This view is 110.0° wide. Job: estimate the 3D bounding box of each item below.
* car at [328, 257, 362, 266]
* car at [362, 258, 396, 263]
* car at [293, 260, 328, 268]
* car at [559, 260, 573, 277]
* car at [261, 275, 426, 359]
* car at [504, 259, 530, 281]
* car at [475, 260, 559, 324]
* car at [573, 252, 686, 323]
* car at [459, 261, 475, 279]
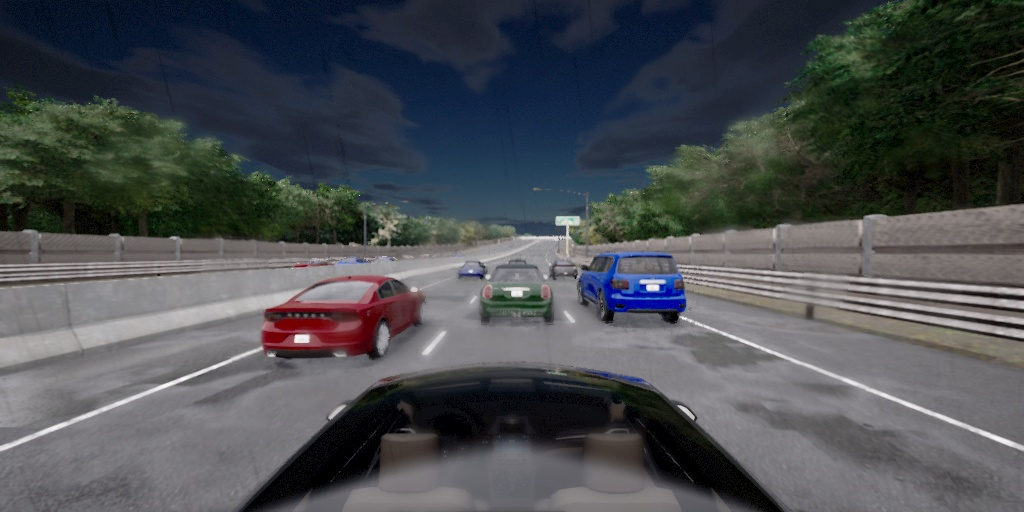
[{"bbox_3d":[-16.983,0.914,38.005,1.882,1.535,5.008,0,0,2],"label":"car"},{"bbox_3d":[-13.488,0.917,37.833,1.882,1.535,5.008,0,0,2],"label":"car"},{"bbox_3d":[-20.514,1.041,37.216,1.895,1.301,4.718,0,0,2],"label":"car"},{"bbox_3d":[3.933,1.023,28.082,2.128,1.511,4.902,0,0,1],"label":"car"},{"bbox_3d":[-3.381,1.169,8.294,1.882,1.535,5.008,0,1,1],"label":"car"},{"bbox_3d":[0.437,1.033,28.232,1.837,1.490,4.892,0,0,1],"label":"car"},{"bbox_3d":[0.159,1.016,11.754,2.097,1.767,4.553,0,0,1],"label":"car"},{"bbox_3d":[3.661,0.886,11.927,2.150,2.045,5.566,0,1,1],"label":"car"},{"bbox_3d":[-3.050,1.086,28.833,1.994,1.385,4.181,0,0,1],"label":"car"}]
